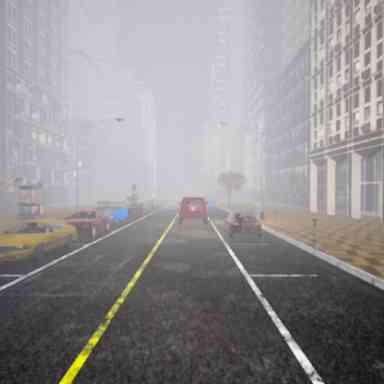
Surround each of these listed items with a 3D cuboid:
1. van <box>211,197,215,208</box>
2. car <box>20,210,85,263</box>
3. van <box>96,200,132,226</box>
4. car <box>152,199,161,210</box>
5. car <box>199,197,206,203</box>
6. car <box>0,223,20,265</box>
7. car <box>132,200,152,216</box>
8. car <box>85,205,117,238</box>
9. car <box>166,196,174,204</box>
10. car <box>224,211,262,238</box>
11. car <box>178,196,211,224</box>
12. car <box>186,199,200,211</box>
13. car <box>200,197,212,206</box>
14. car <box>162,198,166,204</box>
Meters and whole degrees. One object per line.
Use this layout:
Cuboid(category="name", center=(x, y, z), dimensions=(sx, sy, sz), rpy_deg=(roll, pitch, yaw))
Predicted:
Cuboid(category="van", center=(2.658, 1.587, 51.764), dimensions=(1.690, 1.788, 3.998), rpy_deg=(-1, 0, 0))
Cuboid(category="car", center=(-5.706, 1.578, 12.216), dimensions=(1.752, 1.417, 4.829), rpy_deg=(-1, 0, 0))
Cuboid(category="van", center=(-5.713, 1.447, 23.635), dimensions=(1.690, 1.788, 3.998), rpy_deg=(-1, 0, 0))
Cuboid(category="car", center=(-5.716, 1.767, 46.135), dimensions=(2.008, 1.369, 4.403), rpy_deg=(-1, 0, 0))
Cuboid(category="car", center=(2.651, 1.959, 85.683), dimensions=(1.752, 1.417, 4.829), rpy_deg=(-1, 0, 0))
Cuboid(category="car", center=(-5.704, 1.580, 6.760), dimensions=(2.008, 1.369, 4.403), rpy_deg=(-1, 0, 0))
Cuboid(category="car", center=(-5.713, 1.704, 34.885), dimensions=(1.887, 1.381, 4.507), rpy_deg=(-1, 0, 0))
Cuboid(category="car", center=(-5.707, 1.624, 18.010), dimensions=(1.887, 1.381, 4.507), rpy_deg=(-1, 0, 0))
Cuboid(category="car", center=(-5.725, 1.919, 74.259), dimensions=(2.008, 1.369, 4.403), rpy_deg=(-1, 0, 0))
Cuboid(category="car", center=(2.673, 1.662, 18.013), dimensions=(1.802, 1.307, 4.206), rpy_deg=(-1, 0, 0))
Cuboid(category="car", center=(0.092, 1.339, 26.341), dimensions=(2.150, 2.045, 5.566), rpy_deg=(0, 0, 0))
Cuboid(category="car", center=(0.085, 1.717, 45.501), dimensions=(1.837, 1.490, 4.892), rpy_deg=(0, 0, 0))
Cuboid(category="car", center=(2.656, 1.746, 63.013), dimensions=(1.967, 1.590, 4.097), rpy_deg=(-1, 0, 0))
Cuboid(category="car", center=(-5.718, 1.796, 51.760), dimensions=(2.008, 1.369, 4.403), rpy_deg=(-1, 0, 0))
